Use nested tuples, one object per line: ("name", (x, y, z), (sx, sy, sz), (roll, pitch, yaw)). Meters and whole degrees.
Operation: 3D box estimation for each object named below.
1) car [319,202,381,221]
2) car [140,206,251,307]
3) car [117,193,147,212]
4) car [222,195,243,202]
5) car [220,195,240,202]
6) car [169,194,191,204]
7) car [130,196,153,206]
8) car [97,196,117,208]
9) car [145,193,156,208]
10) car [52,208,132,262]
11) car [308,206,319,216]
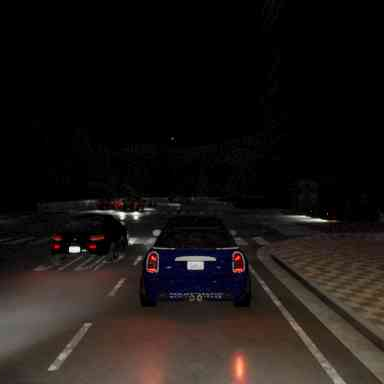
("car", (13.130, 1.619, 27.381), (4.181, 1.385, 1.994), (0, 0, -2))
("car", (0.067, 1.352, 8.154), (2.097, 1.767, 4.553), (0, 0, 0))
("car", (-7.089, 1.352, 39.598), (2.097, 1.767, 4.553), (0, 0, 1))
("car", (9.523, 1.499, 78.443), (4.674, 1.442, 1.812), (0, 0, -29))
("car", (8.354, 1.523, 73.860), (4.674, 1.442, 1.812), (0, 0, -33))
("car", (-2.281, 1.525, 63.071), (1.812, 1.442, 4.674), (0, 0, 32))
("car", (-8.632, 1.477, 57.346), (1.882, 1.535, 5.008), (0, 0, 19))
("car", (-10.507, 1.353, 42.439), (2.097, 1.767, 4.553), (0, 0, 2))
("car", (-6.755, 1.221, 49.318), (2.150, 2.045, 5.566), (0, 0, 6))
("car", (-3.530, 1.525, 12.085), (1.812, 1.442, 4.674), (0, 0, -2))
("car", (13.018, 1.619, 30.888), (4.181, 1.385, 1.994), (0, 0, 0))
